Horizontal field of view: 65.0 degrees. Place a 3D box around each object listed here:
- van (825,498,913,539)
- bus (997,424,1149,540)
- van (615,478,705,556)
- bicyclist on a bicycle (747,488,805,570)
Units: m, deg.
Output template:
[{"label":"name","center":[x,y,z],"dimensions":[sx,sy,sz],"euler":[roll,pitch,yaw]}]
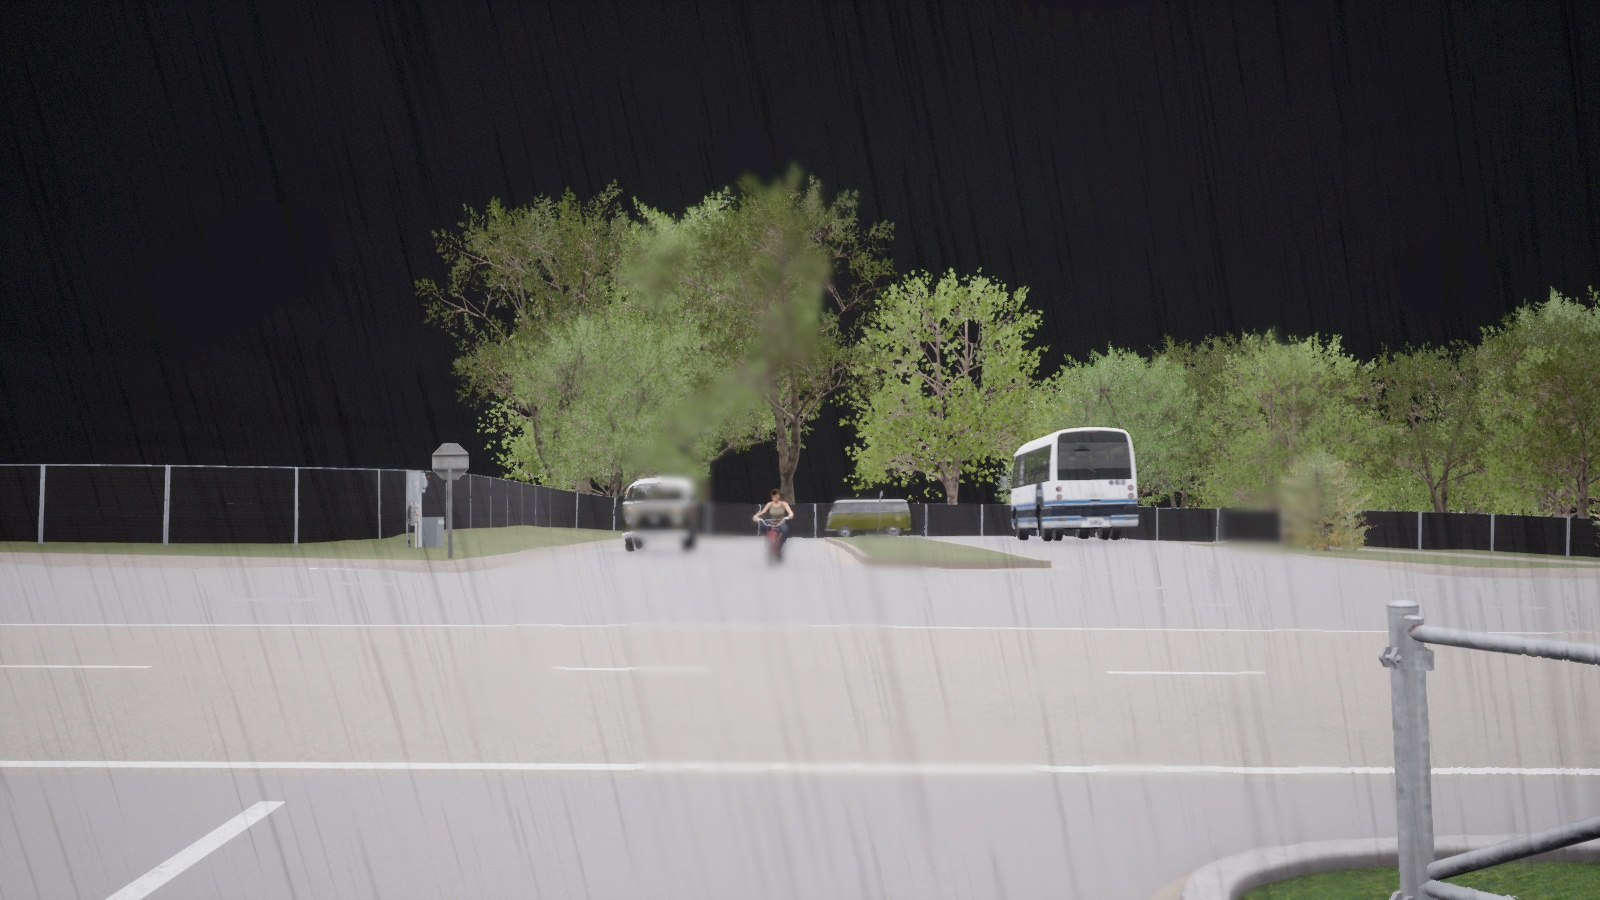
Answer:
[{"label":"van","center":[3.603,3.537,65.099],"dimensions":[4.442,1.987,1.775],"euler":[-2,-3,6]},{"label":"bus","center":[10.994,1.522,52.035],"dimensions":[3.944,4.253,10.273],"euler":[-2,-4,0]},{"label":"van","center":[-3.867,1.857,35.350],"dimensions":[2.069,2.038,4.480],"euler":[-1,-2,-1]},{"label":"bicyclist on a bicycle","center":[-0.482,1.607,25.801],"dimensions":[0.866,1.612,1.509],"euler":[-3,-3,10]}]
